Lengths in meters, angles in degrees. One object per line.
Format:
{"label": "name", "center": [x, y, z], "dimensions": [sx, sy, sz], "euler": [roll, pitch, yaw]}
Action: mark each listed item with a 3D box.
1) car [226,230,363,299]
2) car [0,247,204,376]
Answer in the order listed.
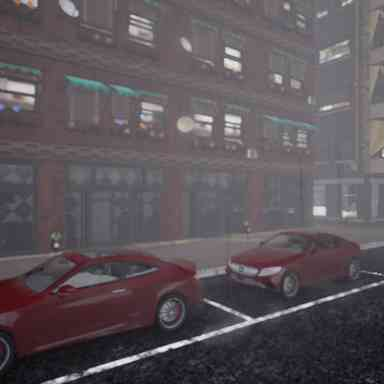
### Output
{"label": "car", "center": [2.778, 1.656, 8.551], "dimensions": [4.206, 1.307, 1.802], "euler": [1, -1, -35]}
{"label": "car", "center": [-1.720, 1.598, 5.341], "dimensions": [4.206, 1.307, 1.802], "euler": [1, -1, -35]}
